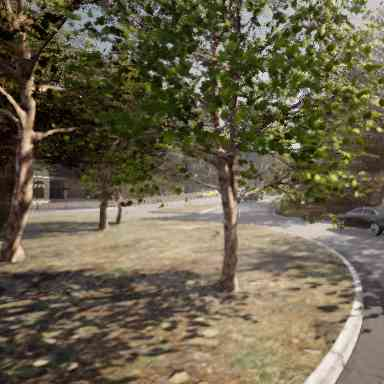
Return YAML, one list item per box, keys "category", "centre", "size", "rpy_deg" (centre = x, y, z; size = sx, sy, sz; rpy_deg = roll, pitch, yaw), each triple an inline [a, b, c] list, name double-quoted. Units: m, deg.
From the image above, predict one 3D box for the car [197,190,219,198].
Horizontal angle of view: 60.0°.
- category: "car"
  centre: [2.799, 0.353, 66.349]
  size: [1.946, 1.575, 5.366]
  rpy_deg: [0, 3, 29]

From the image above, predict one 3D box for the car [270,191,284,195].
- category: "car"
  centre: [17.439, -0.246, 68.625]
  size: [2.097, 1.767, 4.553]
  rpy_deg: [0, 3, 29]

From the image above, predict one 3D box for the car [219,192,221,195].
- category: "car"
  centre: [5.472, 0.038, 71.172]
  size: [1.946, 1.575, 5.366]
  rpy_deg: [0, 3, 29]

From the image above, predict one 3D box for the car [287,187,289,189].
- category: "car"
  centre: [23.267, -0.783, 79.157]
  size: [1.837, 1.490, 4.892]
  rpy_deg: [0, 3, 29]

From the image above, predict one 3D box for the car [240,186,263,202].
- category: "car"
  centre: [10.135, 0.502, 54.764]
  size: [2.150, 2.045, 5.566]
  rpy_deg: [0, 3, 26]

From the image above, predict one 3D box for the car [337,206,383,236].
- category: "car"
  centre: [10.289, 1.567, 19.114]
  size: [2.128, 1.511, 4.902]
  rpy_deg: [0, 0, -10]
